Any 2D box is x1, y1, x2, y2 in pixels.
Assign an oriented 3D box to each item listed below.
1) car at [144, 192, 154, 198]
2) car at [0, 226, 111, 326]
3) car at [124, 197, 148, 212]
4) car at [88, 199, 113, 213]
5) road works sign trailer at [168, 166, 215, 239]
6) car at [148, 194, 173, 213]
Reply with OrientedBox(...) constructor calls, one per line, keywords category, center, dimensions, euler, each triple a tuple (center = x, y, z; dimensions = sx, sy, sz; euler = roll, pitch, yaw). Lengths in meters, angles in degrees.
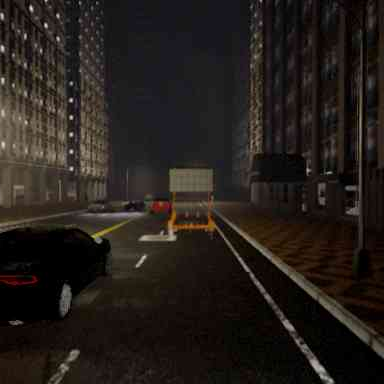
OrientedBox(category="car", center=(-9.898, 1.054, 77.876), dimensions=(2.150, 2.045, 5.566), euler=(0, 0, 0))
OrientedBox(category="car", center=(-3.162, 1.477, 7.253), dimensions=(1.882, 1.535, 5.008), euler=(0, 0, 0))
OrientedBox(category="car", center=(-6.666, 1.600, 38.948), dimensions=(1.895, 1.301, 4.718), euler=(0, 0, 0))
OrientedBox(category="car", center=(-9.913, 1.525, 36.487), dimensions=(1.812, 1.442, 4.674), euler=(0, 0, 0))
OrientedBox(category="road works sign trailer", center=(-0.026, 0.464, 17.349), dimensions=(2.380, 3.560, 2.880), euler=(0, 0, 1))
OrientedBox(category="car", center=(-3.218, 1.350, 36.391), dimensions=(2.097, 1.767, 4.553), euler=(0, 0, 0))
